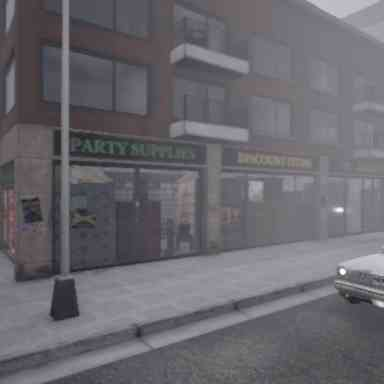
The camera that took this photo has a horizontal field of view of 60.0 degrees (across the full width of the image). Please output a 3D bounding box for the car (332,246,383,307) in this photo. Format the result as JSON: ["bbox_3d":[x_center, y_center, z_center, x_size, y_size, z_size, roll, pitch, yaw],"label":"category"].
[{"bbox_3d":[5.003,1.585,6.902,4.718,1.301,1.895,0,0,-35],"label":"car"}]
